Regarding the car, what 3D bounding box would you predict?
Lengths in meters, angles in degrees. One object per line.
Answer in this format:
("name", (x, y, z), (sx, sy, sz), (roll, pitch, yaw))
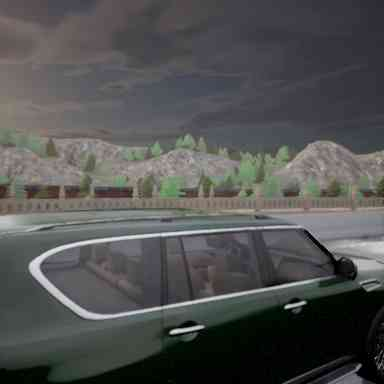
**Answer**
("car", (0.259, 1.209, 3.770), (5.566, 2.045, 2.150), (0, 0, -34))
